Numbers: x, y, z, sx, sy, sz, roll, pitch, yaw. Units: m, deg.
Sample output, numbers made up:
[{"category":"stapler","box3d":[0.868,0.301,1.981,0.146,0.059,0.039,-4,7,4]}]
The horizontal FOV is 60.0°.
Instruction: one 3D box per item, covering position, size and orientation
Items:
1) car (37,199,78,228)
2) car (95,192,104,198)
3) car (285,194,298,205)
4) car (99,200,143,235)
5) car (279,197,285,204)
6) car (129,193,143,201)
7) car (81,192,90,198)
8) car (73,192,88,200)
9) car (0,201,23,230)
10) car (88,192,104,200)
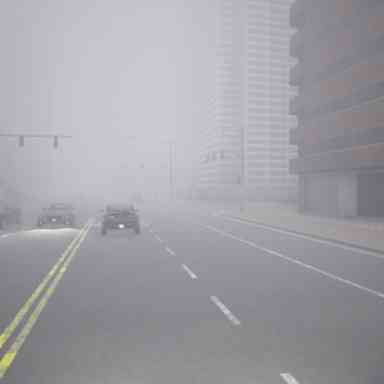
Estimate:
[{"category":"car","box3d":[-8.287,1.390,20.810,1.994,1.385,4.181,0,0,-13]},{"category":"car","box3d":[-23.668,0.784,85.167,2.128,1.511,4.902,0,1,-13]},{"category":"car","box3d":[16.088,1.174,46.863,4.718,1.301,1.895,0,1,-14]},{"category":"car","box3d":[-3.860,1.349,17.810,1.837,1.490,4.892,0,0,-14]},{"category":"car","box3d":[15.588,1.020,50.337,5.008,1.535,1.882,0,1,-14]},{"category":"car","box3d":[-9.377,0.863,55.914,2.097,1.767,4.553,0,1,-13]},{"category":"car","box3d":[-27.073,0.793,84.353,1.812,1.442,4.674,0,1,-13]},{"category":"car","box3d":[-23.451,0.955,69.203,1.994,1.385,4.181,0,1,-13]},{"category":"car","box3d":[-11.672,1.314,19.914,1.882,1.535,5.008,0,0,-13]},{"category":"car","box3d":[-20.046,0.933,70.016,2.033,1.411,5.357,0,1,-13]}]
